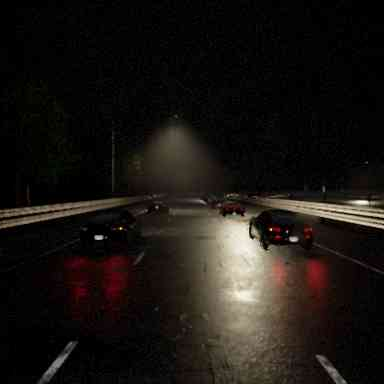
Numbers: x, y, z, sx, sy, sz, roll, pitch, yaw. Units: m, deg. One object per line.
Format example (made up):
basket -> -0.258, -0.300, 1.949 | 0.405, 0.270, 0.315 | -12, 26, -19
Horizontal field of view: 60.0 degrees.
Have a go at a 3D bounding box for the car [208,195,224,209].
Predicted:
car -> 3.475, 1.399, 43.608 | 1.837, 1.490, 4.892 | 0, 0, 0

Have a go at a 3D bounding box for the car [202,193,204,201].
car -> 3.462, 1.326, 65.607 | 1.837, 1.490, 4.892 | 0, 0, 0

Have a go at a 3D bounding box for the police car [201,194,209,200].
police car -> 3.450, 1.218, 87.606 | 2.038, 1.542, 4.974 | 0, 0, 0

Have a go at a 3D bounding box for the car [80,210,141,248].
car -> -3.411, 1.490, 14.485 | 1.812, 1.442, 4.674 | 0, 0, 0

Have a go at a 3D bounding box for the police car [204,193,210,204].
police car -> 3.469, 1.368, 54.608 | 2.038, 1.542, 4.974 | 0, 0, 0

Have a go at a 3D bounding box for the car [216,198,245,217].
car -> 3.582, 1.528, 30.234 | 1.895, 1.301, 4.718 | 0, 0, 0

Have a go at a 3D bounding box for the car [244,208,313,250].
car -> 3.590, 1.492, 14.025 | 1.812, 1.442, 4.674 | 0, 0, 0

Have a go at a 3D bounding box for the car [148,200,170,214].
car -> -3.422, 1.481, 34.627 | 1.994, 1.385, 4.181 | 0, 0, 0

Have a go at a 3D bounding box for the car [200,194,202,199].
car -> 3.456, 1.203, 76.606 | 2.033, 1.649, 4.856 | 0, 0, 0
